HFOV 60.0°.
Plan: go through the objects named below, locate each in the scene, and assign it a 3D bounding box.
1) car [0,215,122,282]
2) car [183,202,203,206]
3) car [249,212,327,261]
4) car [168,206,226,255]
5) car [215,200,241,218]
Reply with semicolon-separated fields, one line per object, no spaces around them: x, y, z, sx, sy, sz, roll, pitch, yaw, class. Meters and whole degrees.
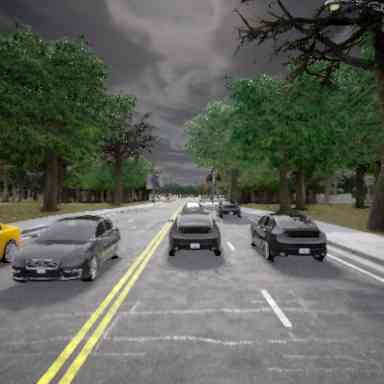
-3.351;1.509;9.816;1.837;1.490;4.892;0;0;0;car
0.096;1.582;31.176;1.994;1.385;4.181;0;0;0;car
3.348;1.510;12.325;1.837;1.490;4.892;0;0;0;car
0.098;1.510;13.322;1.837;1.490;4.892;0;0;0;car
3.229;1.520;30.325;1.837;1.490;4.892;0;0;-2;car
